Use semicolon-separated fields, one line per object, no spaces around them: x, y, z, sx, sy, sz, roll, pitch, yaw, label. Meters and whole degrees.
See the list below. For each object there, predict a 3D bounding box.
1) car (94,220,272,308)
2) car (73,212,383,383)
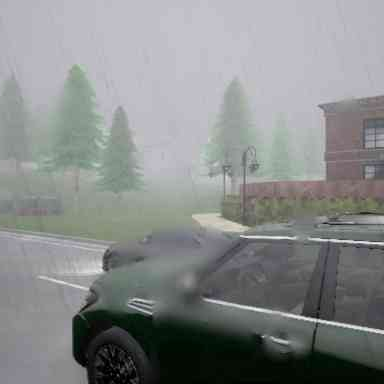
-0.339;1.563;8.480;4.181;1.385;1.994;0;0;35;car
1.300;1.221;3.045;5.566;2.045;2.150;0;0;35;car
